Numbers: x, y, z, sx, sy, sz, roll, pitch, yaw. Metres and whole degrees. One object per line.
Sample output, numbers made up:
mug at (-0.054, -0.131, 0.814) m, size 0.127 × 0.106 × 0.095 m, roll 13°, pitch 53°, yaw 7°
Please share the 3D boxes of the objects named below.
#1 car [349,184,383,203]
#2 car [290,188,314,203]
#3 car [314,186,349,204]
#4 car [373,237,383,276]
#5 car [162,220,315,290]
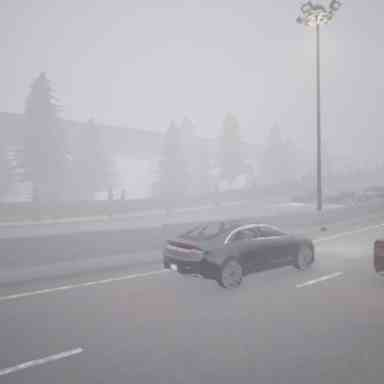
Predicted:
car at (16.419, 0.162, 29.682) m, size 4.892 × 1.490 × 1.837 m, roll -8°, pitch 4°, yaw -37°
car at (12.294, 0.279, 35.337) m, size 4.181 × 1.385 × 1.994 m, roll -8°, pitch 4°, yaw -37°
car at (14.332, 0.215, 32.492) m, size 4.674 × 1.442 × 1.812 m, roll -8°, pitch 4°, yaw -37°
car at (6.789, 1.404, 8.947) m, size 5.008 × 1.535 × 1.882 m, roll -3°, pitch 1°, yaw -37°
car at (1.510, 1.540, 9.353) m, size 4.902 × 1.511 × 2.128 m, roll -1°, pitch 0°, yaw -37°
